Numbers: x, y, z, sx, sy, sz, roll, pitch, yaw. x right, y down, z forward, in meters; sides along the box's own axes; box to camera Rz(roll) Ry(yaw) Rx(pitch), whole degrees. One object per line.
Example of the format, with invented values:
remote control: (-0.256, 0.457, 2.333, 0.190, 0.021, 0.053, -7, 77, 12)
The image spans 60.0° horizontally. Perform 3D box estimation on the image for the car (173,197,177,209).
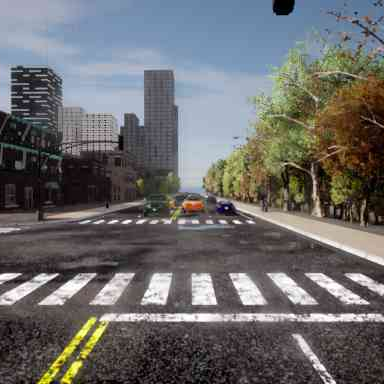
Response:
car: (-3.276, 1.463, 42.536, 1.882, 1.535, 5.008, 0, 0, 0)

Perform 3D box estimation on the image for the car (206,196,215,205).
car: (3.437, 1.482, 59.344, 1.837, 1.490, 4.892, 0, 0, 0)

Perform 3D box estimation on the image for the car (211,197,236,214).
car: (3.400, 1.552, 34.588, 1.994, 1.385, 4.181, 0, 0, 0)

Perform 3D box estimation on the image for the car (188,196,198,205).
car: (0.189, 1.454, 61.490, 1.882, 1.535, 5.008, 0, 0, 0)

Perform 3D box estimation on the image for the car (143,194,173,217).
car: (-3.296, 1.211, 32.094, 2.150, 2.045, 5.566, 0, 0, 0)

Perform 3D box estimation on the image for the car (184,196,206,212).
car: (0.155, 1.339, 37.832, 2.097, 1.767, 4.553, 0, 0, 0)
